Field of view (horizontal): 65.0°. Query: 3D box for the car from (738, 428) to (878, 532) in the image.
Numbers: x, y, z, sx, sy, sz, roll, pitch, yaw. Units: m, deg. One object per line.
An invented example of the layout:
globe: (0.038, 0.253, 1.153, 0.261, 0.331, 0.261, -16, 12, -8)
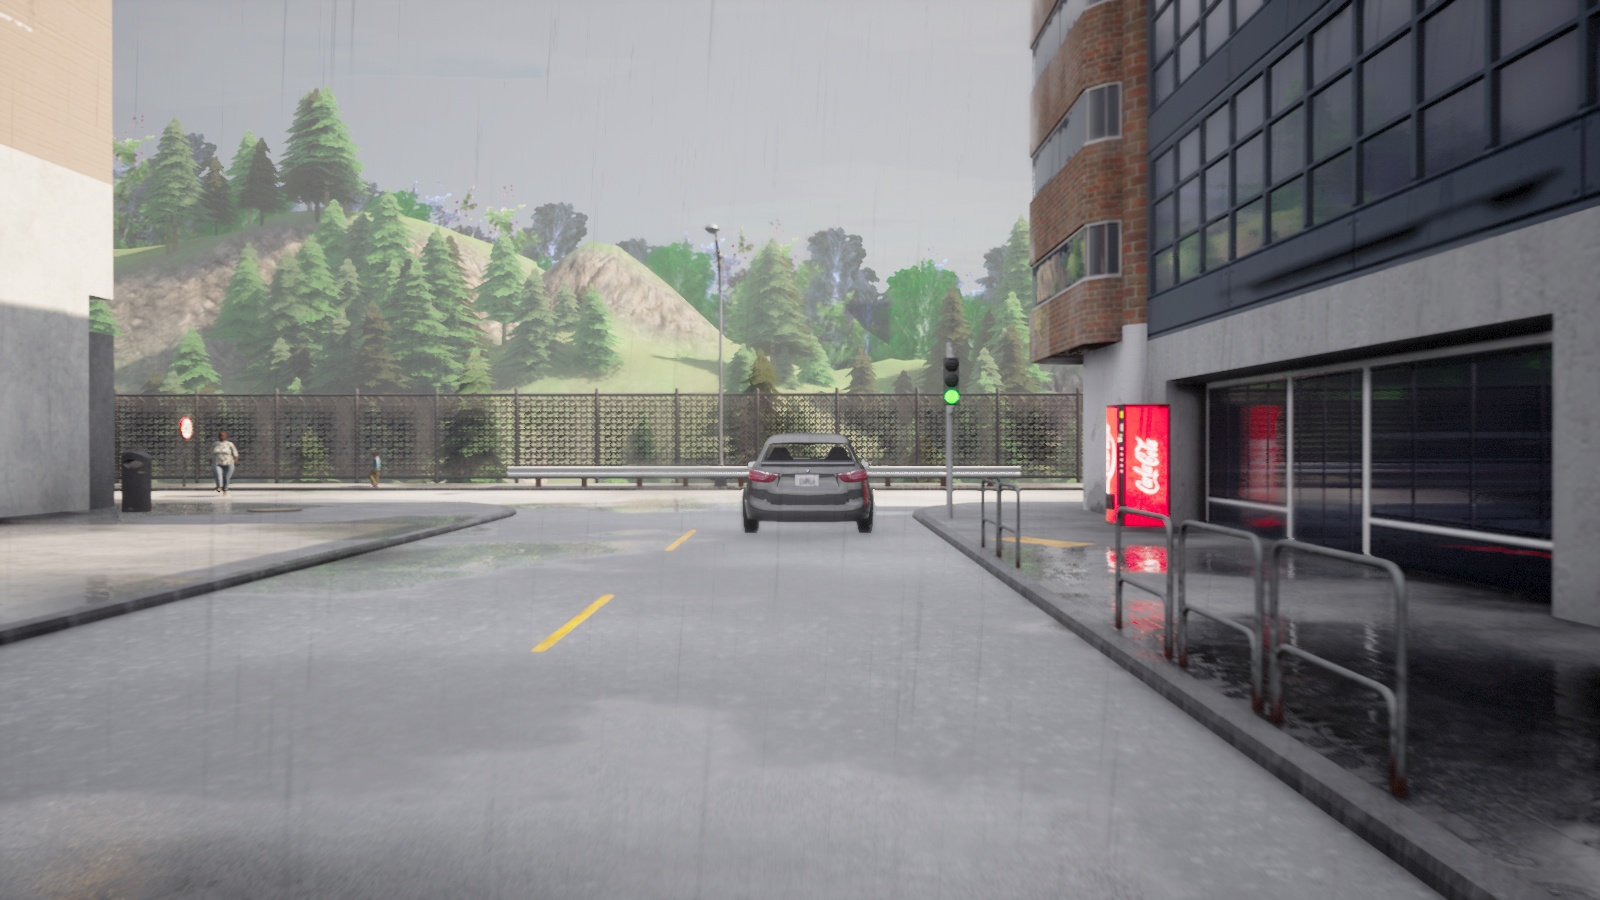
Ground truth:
car: (0.151, 0.465, 22.377, 2.242, 1.667, 4.611, 0, 0, 1)

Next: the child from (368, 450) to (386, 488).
child: (-13.362, 0.602, 39.681, 0.448, 1.192, 0.343, 0, 0, 1)

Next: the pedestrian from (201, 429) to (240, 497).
pedestrian: (-15.978, 0.343, 34.635, 0.874, 1.855, 0.900, 0, 0, -17)
